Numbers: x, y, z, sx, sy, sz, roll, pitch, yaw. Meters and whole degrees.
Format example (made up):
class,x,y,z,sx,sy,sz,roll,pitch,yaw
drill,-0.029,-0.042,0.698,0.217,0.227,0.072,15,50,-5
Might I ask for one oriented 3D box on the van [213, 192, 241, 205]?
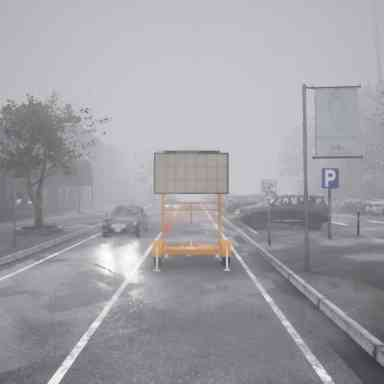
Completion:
class,x,y,z,sx,sy,sz,roll,pitch,yaw
van,5.694,1.077,54.232,4.442,1.987,1.878,0,1,0

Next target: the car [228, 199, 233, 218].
class,x,y,z,sx,sy,sz,roll,pitch,yaw
car,5.498,1.453,23.389,5.366,1.575,1.946,0,0,0

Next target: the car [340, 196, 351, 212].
class,x,y,z,sx,sy,sz,roll,pitch,yaw
car,18.717,1.432,35.380,5.008,1.535,2.097,0,0,0

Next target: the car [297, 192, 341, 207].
class,x,y,z,sx,sy,sz,roll,pitch,yaw
car,18.703,1.101,49.262,5.566,2.045,2.435,0,1,0

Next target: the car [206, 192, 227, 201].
class,x,y,z,sx,sy,sz,roll,pitch,yaw
car,5.479,0.988,73.855,4.553,1.767,2.185,0,1,0

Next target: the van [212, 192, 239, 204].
class,x,y,z,sx,sy,sz,roll,pitch,yaw
van,5.685,1.050,57.035,4.442,1.987,1.878,0,1,0

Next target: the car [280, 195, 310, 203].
class,x,y,z,sx,sy,sz,roll,pitch,yaw
car,18.608,1.274,60.366,4.792,1.488,2.163,0,1,0

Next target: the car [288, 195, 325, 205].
class,x,y,z,sx,sy,sz,roll,pitch,yaw
car,18.841,1.295,54.815,5.366,1.575,1.946,0,1,0

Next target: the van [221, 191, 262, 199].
class,x,y,z,sx,sy,sz,roll,pitch,yaw
van,5.528,1.208,34.605,4.442,1.987,1.878,0,0,0

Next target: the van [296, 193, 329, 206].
class,x,y,z,sx,sy,sz,roll,pitch,yaw
van,18.782,1.099,52.038,4.442,1.987,1.878,0,1,0

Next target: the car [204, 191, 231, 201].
class,x,y,z,sx,sy,sz,roll,pitch,yaw
car,5.491,0.889,71.050,5.566,2.045,2.435,0,1,0

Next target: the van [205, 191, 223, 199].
class,x,y,z,sx,sy,sz,roll,pitch,yaw
van,5.365,0.806,82.263,4.442,1.987,1.878,0,1,0

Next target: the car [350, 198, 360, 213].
class,x,y,z,sx,sy,sz,roll,pitch,yaw
car,18.726,1.441,32.602,4.892,1.521,2.231,0,0,0

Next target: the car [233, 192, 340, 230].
class,x,y,z,sx,sy,sz,roll,pitch,yaw
car,5.665,1.209,20.585,5.566,2.045,2.435,0,0,0

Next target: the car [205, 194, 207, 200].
class,x,y,z,sx,sy,sz,roll,pitch,yaw
car,5.536,1.234,65.447,4.674,1.452,2.002,0,1,0

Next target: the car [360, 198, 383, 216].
class,x,y,z,sx,sy,sz,roll,pitch,yaw
car,18.712,1.194,29.827,5.566,2.045,2.435,0,0,0

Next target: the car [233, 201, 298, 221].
class,x,y,z,sx,sy,sz,roll,pitch,yaw
car,5.677,1.491,26.192,4.674,1.452,2.002,0,0,0

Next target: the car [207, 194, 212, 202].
class,x,y,z,sx,sy,sz,roll,pitch,yaw
car,5.559,1.079,51.428,5.566,2.045,2.435,0,1,0

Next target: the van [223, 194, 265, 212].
class,x,y,z,sx,sy,sz,roll,pitch,yaw
van,5.752,1.198,37.407,4.442,1.987,1.878,0,0,0

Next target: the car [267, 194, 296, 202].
class,x,y,z,sx,sy,sz,roll,pitch,yaw
car,18.422,1.161,68.692,5.366,1.575,1.946,0,1,0

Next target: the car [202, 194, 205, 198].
class,x,y,z,sx,sy,sz,roll,pitch,yaw
car,5.501,0.916,68.247,5.566,2.045,2.435,0,1,0

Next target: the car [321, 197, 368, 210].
class,x,y,z,sx,sy,sz,roll,pitch,yaw
car,18.674,1.442,40.929,4.792,1.488,2.163,0,0,0

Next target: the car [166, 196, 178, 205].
class,x,y,z,sx,sy,sz,roll,pitch,yaw
car,-3.365,1.396,55.874,1.895,1.301,4.718,0,0,0

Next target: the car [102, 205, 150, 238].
class,x,y,z,sx,sy,sz,roll,pitch,yaw
car,-3.386,1.472,17.652,2.128,1.511,4.902,0,0,0

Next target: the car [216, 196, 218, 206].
class,x,y,z,sx,sy,sz,roll,pitch,yaw
car,5.655,1.444,40.211,4.792,1.488,2.163,0,0,0

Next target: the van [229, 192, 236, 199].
class,x,y,z,sx,sy,sz,roll,pitch,yaw
van,5.781,1.220,28.995,4.442,1.987,1.878,0,0,0

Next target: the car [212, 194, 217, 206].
class,x,y,z,sx,sy,sz,roll,pitch,yaw
car,5.613,1.378,45.822,4.892,1.521,2.231,0,0,0

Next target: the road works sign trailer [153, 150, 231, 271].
class,x,y,z,sx,sy,sz,roll,pitch,yaw
road works sign trailer,-0.026,0.458,10.842,2.380,3.560,2.880,0,0,-1

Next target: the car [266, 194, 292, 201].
class,x,y,z,sx,sy,sz,roll,pitch,yaw
car,18.604,1.139,71.469,4.892,1.521,2.231,0,1,0

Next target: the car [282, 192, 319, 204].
class,x,y,z,sx,sy,sz,roll,pitch,yaw
car,18.675,1.020,57.588,5.566,2.045,2.435,0,1,0

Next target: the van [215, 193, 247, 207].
class,x,y,z,sx,sy,sz,roll,pitch,yaw
van,5.714,1.131,48.628,4.442,1.987,1.878,0,0,0

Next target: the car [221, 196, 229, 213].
class,x,y,z,sx,sy,sz,roll,pitch,yaw
car,5.649,1.440,31.799,5.008,1.535,2.097,0,0,0

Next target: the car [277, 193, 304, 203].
class,x,y,z,sx,sy,sz,roll,pitch,yaw
car,18.658,1.092,63.142,4.553,1.767,2.185,0,1,0
